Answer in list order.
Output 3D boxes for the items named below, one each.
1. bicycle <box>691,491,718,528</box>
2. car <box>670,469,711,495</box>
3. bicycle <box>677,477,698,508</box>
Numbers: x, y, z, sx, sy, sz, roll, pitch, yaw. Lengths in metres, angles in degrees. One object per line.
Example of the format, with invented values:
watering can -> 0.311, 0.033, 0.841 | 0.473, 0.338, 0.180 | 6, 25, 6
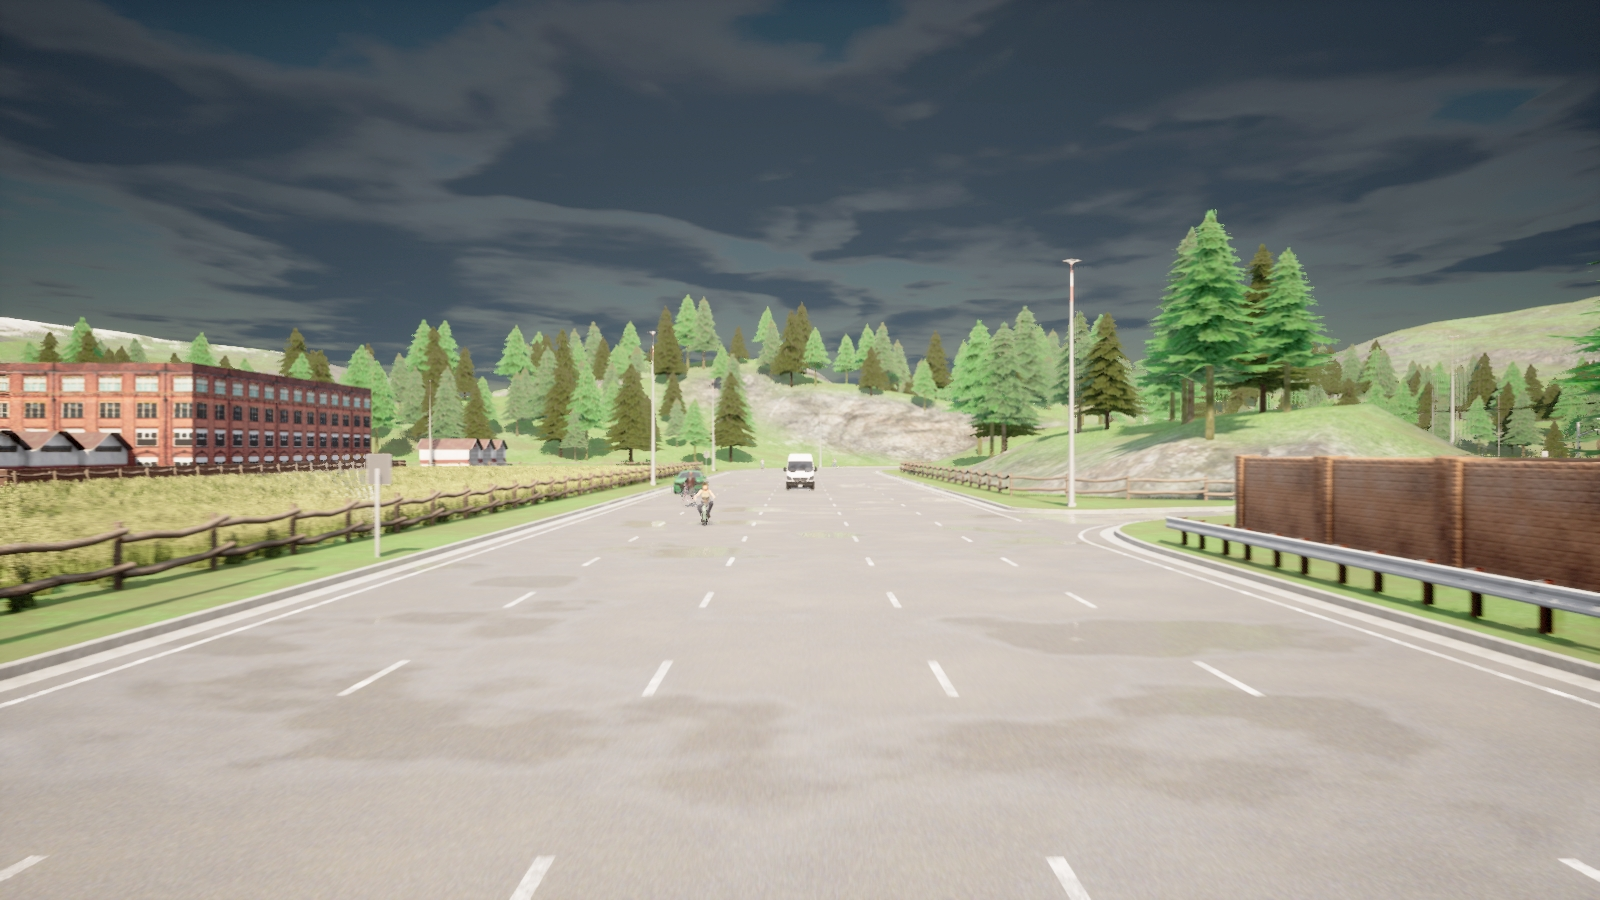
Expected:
bicycle -> -3.484, 2.164, 41.970 | 0.859, 1.276, 1.487 | 0, 0, 0
car -> -6.989, 2.045, 73.317 | 2.097, 1.535, 5.006 | 0, 0, 0
bicycle -> -5.469, 2.069, 55.853 | 0.329, 1.471, 1.835 | 1, 0, 16
